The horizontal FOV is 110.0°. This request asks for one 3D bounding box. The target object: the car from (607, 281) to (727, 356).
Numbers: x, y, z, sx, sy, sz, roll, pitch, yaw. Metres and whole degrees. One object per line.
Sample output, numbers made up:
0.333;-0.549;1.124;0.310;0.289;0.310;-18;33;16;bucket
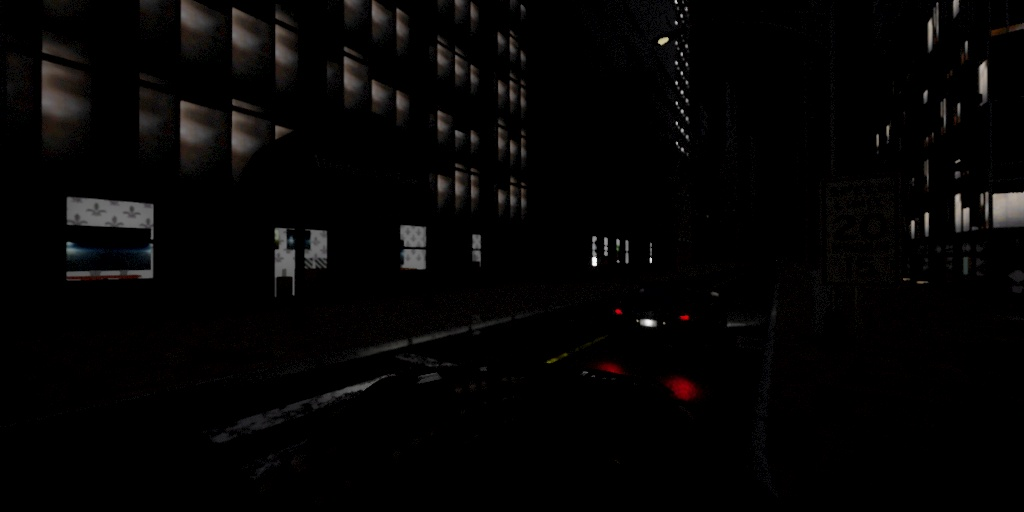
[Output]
3.939;1.312;8.797;1.994;1.385;4.181;0;0;37;car
